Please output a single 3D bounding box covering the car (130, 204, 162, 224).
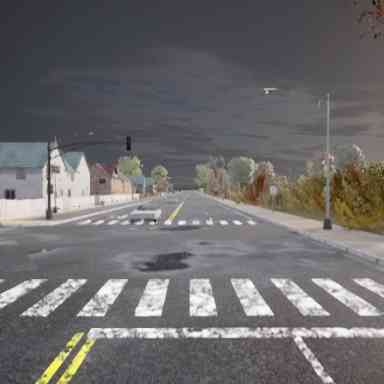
[{"bbox_3d":[-3.347,1.578,24.700,1.895,1.301,4.718,0,0,0],"label":"car"}]

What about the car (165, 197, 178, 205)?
[{"bbox_3d":[-3.469,1.495,56.694,1.895,1.301,4.718,0,0,0],"label":"car"}]
